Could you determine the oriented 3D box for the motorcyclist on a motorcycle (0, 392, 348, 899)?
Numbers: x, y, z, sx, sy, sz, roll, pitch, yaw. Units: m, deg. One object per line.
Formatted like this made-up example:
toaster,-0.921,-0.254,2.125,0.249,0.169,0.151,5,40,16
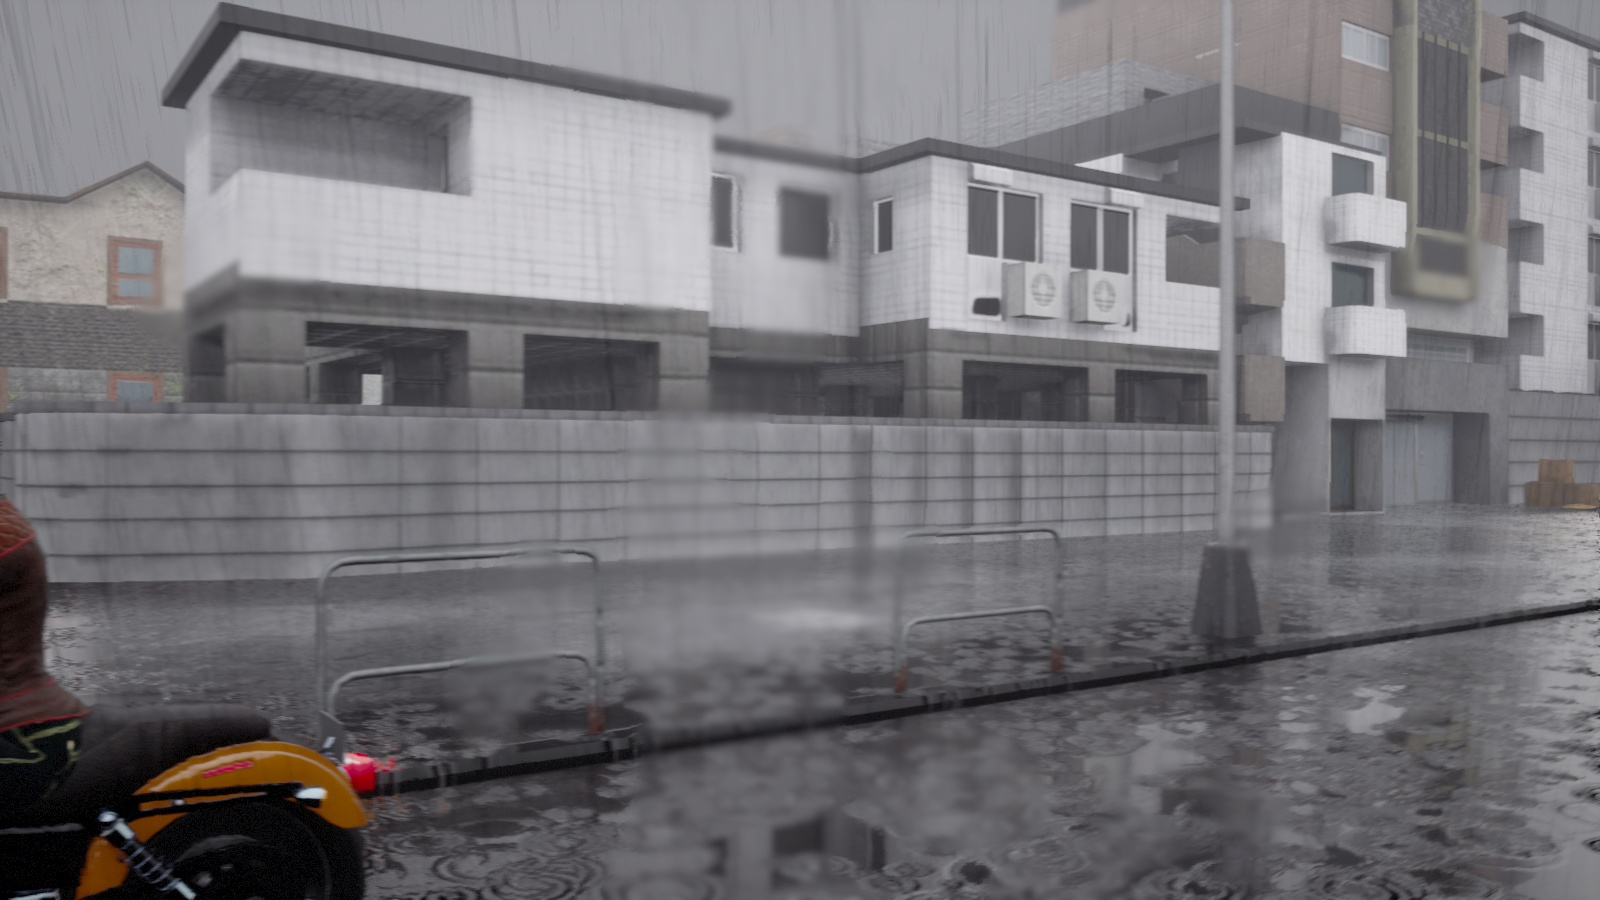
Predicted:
motorcyclist on a motorcycle,-2.278,0.707,2.682,2.350,1.649,0.766,0,0,-35
